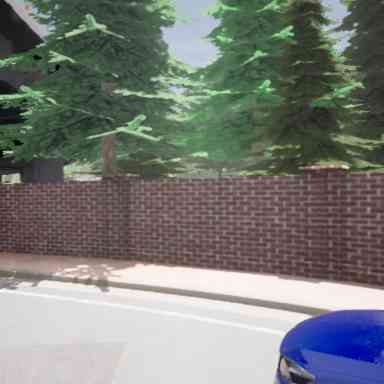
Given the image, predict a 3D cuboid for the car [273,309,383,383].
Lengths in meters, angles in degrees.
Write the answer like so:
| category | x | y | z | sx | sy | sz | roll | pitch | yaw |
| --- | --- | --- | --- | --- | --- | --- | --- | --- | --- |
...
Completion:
| category | x | y | z | sx | sy | sz | roll | pitch | yaw |
| --- | --- | --- | --- | --- | --- | --- | --- | --- | --- |
| car | 2.858 | 1.447 | 2.066 | 4.674 | 1.442 | 1.812 | 0 | 0 | 37 |
